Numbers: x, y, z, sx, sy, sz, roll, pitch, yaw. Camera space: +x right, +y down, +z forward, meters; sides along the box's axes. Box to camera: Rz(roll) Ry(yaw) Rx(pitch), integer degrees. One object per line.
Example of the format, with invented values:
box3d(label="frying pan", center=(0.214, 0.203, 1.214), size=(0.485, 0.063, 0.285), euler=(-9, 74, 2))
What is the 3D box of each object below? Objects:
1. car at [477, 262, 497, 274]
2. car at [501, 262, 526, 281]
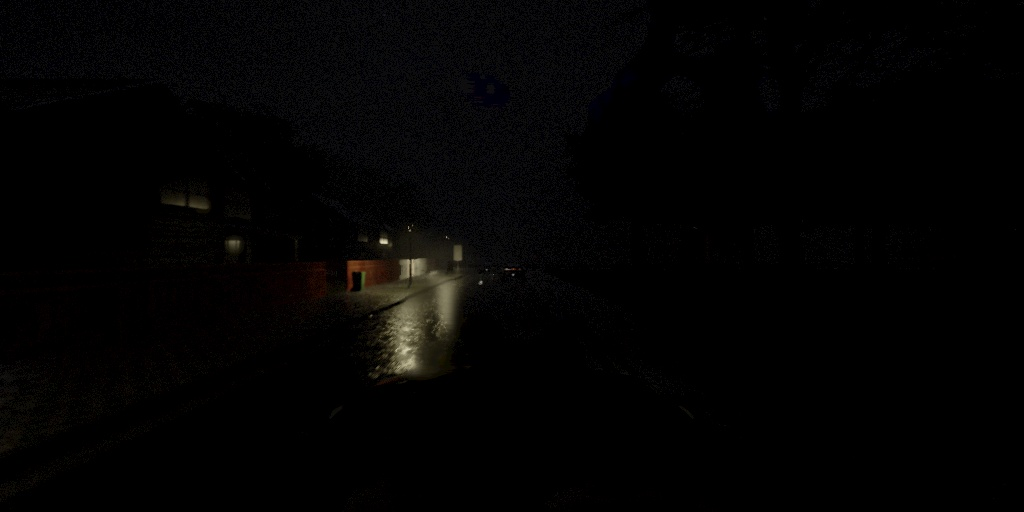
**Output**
box3d(label="car", center=(-2.761, 1.322, 40.980), size=(1.994, 1.385, 4.181), euler=(0, 0, 0))
box3d(label="car", center=(0.093, 1.241, 29.653), size=(2.128, 1.511, 4.902), euler=(0, 0, 0))
